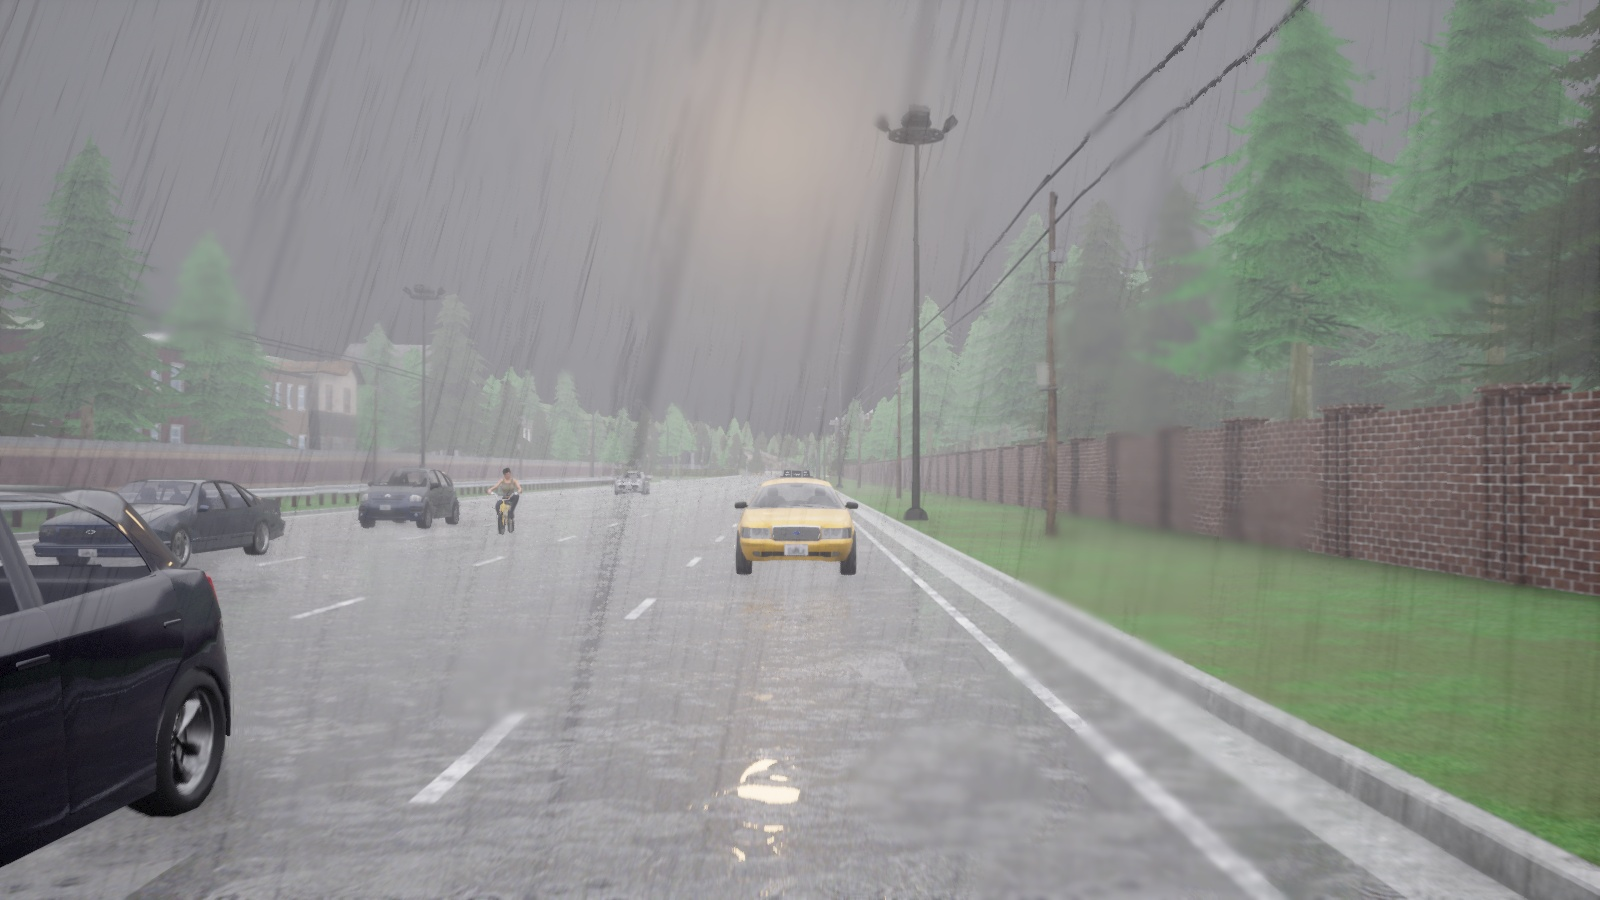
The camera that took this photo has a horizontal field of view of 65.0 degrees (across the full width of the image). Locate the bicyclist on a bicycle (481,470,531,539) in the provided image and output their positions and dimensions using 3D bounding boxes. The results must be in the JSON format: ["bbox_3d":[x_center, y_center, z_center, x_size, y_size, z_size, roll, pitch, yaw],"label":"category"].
[{"bbox_3d":[-7.073,1.286,30.281,0.866,1.612,1.509,0,-1,0],"label":"bicyclist on a bicycle"}]

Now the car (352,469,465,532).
[{"bbox_3d":[-10.582,1.329,34.249,1.851,1.617,3.988,0,-1,0],"label":"car"}]

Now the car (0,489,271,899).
[{"bbox_3d":[-3.510,0.915,4.324,1.845,1.501,3.633,0,-1,0],"label":"car"}]

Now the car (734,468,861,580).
[{"bbox_3d":[-0.049,1.098,20.548,1.801,1.575,5.366,0,-1,0],"label":"car"}]

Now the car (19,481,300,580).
[{"bbox_3d":[-10.551,1.260,21.267,2.033,1.411,5.357,0,-1,0],"label":"car"}]

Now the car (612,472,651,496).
[{"bbox_3d":[-10.692,2.162,80.020,1.970,1.475,3.806,0,-1,0],"label":"car"}]
